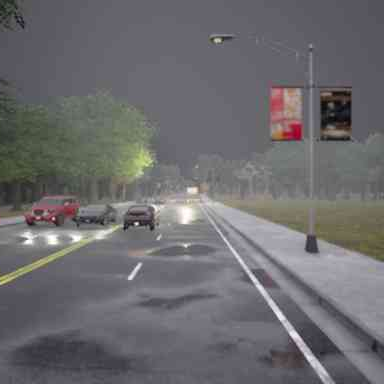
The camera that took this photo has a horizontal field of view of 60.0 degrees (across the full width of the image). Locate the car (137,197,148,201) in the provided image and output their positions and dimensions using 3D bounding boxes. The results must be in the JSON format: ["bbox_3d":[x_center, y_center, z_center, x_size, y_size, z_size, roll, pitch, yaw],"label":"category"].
[{"bbox_3d":[-9.733,1.798,65.033,1.812,1.442,4.674,0,0,1],"label":"car"}]

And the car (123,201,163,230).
[{"bbox_3d":[-3.189,1.583,21.543,1.837,1.490,4.892,0,0,0],"label":"car"}]

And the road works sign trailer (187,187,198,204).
[{"bbox_3d":[0.084,0.751,74.233,2.380,3.560,2.880,0,0,0],"label":"road works sign trailer"}]

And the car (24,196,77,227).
[{"bbox_3d":[-9.893,1.310,24.130,2.150,2.045,5.566,0,0,0],"label":"car"}]

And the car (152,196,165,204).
[{"bbox_3d":[-6.488,1.623,64.773,2.097,1.767,4.553,0,0,1],"label":"car"}]

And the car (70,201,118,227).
[{"bbox_3d":[-6.641,1.564,23.618,1.882,1.535,5.008,0,0,0],"label":"car"}]
